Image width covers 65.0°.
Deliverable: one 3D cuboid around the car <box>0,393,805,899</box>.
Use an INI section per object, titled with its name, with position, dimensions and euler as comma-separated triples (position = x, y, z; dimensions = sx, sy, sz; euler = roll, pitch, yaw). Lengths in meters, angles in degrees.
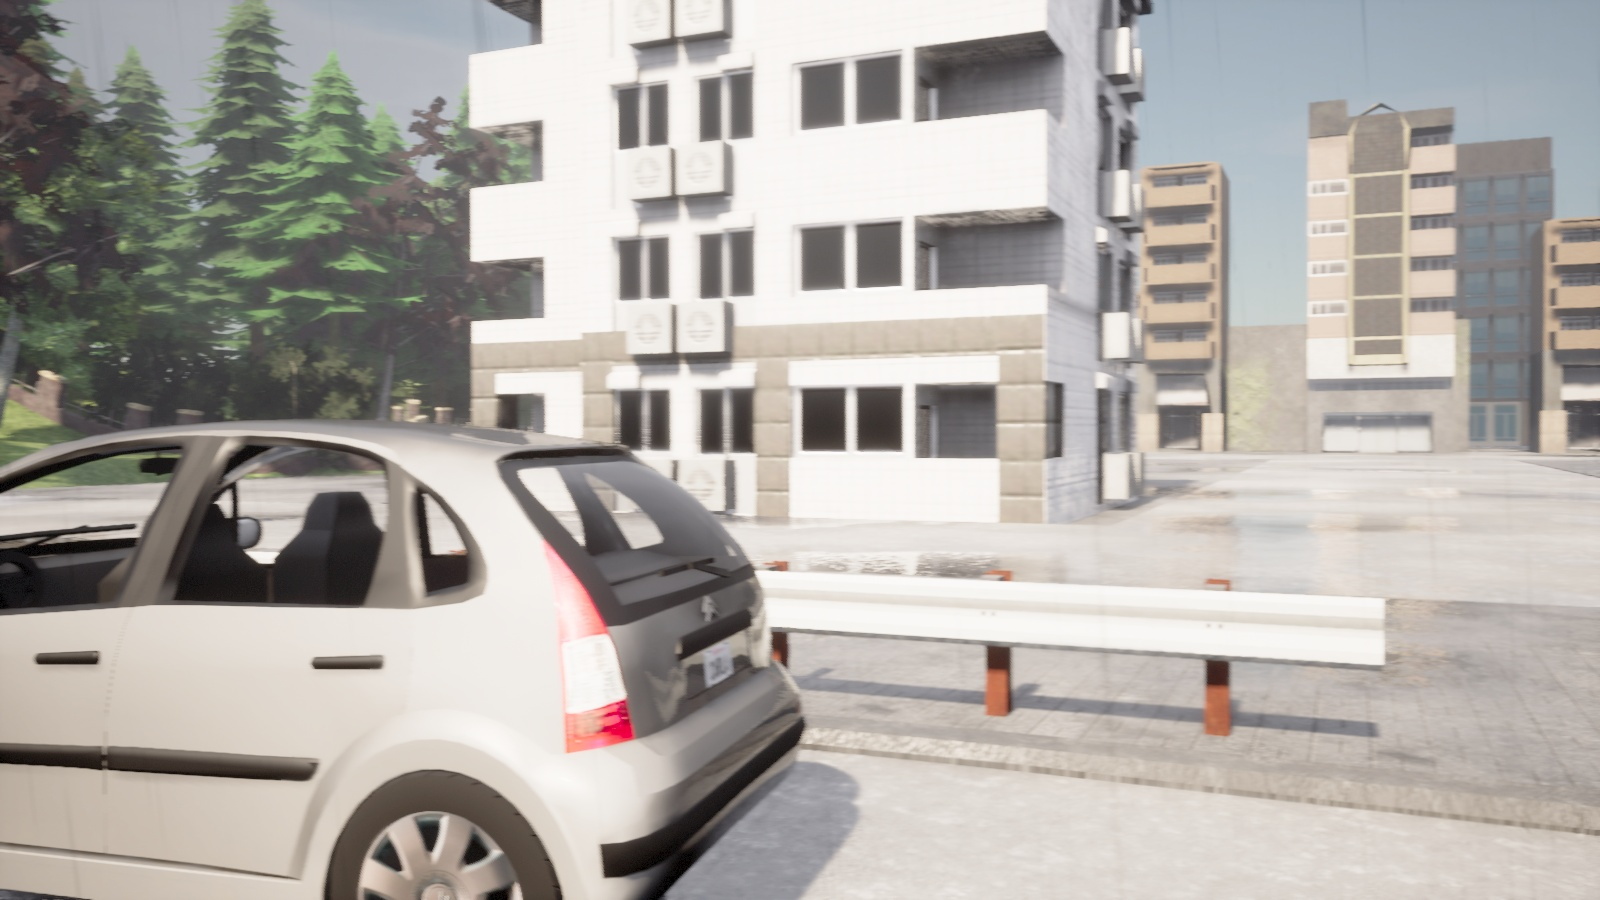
[car]
position = -2.154, 0.643, 4.463
dimensions = 3.988, 1.617, 1.851
euler = 0, 1, 16
